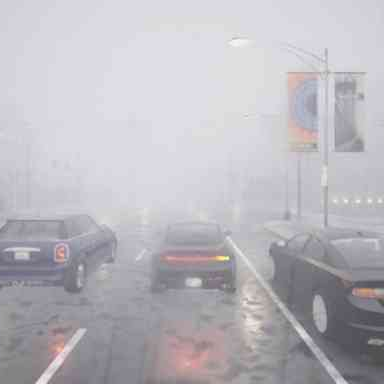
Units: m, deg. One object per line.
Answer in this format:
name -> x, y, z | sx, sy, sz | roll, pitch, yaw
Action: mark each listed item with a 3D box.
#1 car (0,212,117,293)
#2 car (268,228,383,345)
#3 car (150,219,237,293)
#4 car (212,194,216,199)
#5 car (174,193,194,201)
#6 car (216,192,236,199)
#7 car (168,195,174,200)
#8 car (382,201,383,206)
car -> -3.455, 1.304, 8.908 | 2.097, 1.767, 4.553 | 0, 0, 0
car -> 2.888, 1.445, 6.571 | 2.097, 1.535, 5.008 | 0, 0, 0
car -> 0.044, 1.458, 8.728 | 1.837, 1.490, 4.892 | 0, 0, 0
car -> 7.481, 0.891, 88.315 | 4.553, 1.767, 2.097 | 0, 0, -40
car -> -1.350, 0.972, 72.855 | 2.097, 1.767, 4.553 | 0, 0, 29
car -> 9.220, 0.907, 85.235 | 4.553, 1.767, 2.097 | 0, 0, -40
car -> -3.383, 1.139, 76.253 | 2.033, 1.411, 5.357 | 0, 0, 29
car -> 26.032, 1.277, 40.880 | 4.902, 1.511, 2.128 | 0, 0, -1
